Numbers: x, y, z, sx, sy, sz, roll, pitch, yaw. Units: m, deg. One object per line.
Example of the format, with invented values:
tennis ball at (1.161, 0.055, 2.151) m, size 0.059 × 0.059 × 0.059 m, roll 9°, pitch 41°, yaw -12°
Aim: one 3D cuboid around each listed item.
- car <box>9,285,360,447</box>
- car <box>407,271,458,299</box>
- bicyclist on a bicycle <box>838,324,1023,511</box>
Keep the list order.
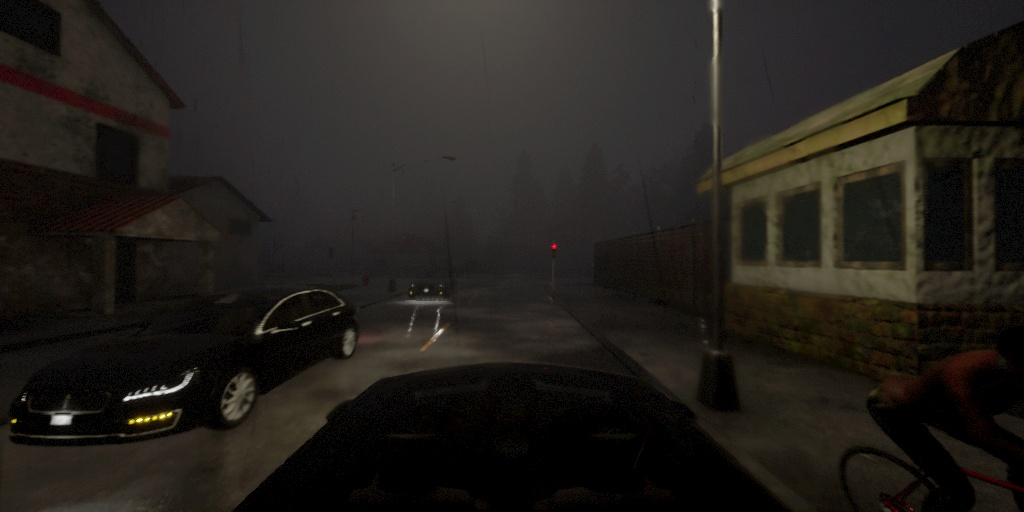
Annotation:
car at (-4.104, 1.272, 5.695) m, size 1.837 × 1.490 × 4.892 m, roll 0°, pitch -1°, yaw 0°
car at (-4.080, 1.467, 19.057) m, size 1.994 × 1.385 × 4.181 m, roll 0°, pitch -1°, yaw 0°
bicyclist on a bicycle at (2.411, 1.123, 1.768) m, size 0.582 × 1.620 × 1.656 m, roll -8°, pitch 2°, yaw -7°
